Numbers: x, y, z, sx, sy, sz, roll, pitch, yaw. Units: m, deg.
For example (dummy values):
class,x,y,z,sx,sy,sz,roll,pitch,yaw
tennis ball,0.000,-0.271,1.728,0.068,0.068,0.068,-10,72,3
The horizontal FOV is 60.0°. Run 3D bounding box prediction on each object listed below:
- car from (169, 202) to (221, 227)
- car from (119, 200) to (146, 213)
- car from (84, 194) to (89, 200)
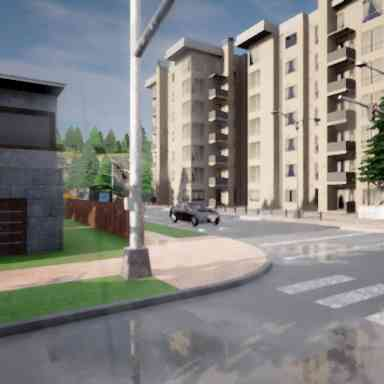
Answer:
class,x,y,z,sx,sy,sz,roll,pitch,yaw
car,0.104,1.500,23.242,2.128,1.511,4.902,0,0,-30
car,-6.290,1.500,34.284,2.128,1.511,4.902,0,0,-30
car,-14.128,1.289,47.988,2.150,2.045,5.566,0,0,-30
